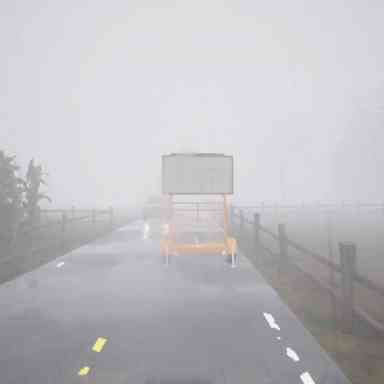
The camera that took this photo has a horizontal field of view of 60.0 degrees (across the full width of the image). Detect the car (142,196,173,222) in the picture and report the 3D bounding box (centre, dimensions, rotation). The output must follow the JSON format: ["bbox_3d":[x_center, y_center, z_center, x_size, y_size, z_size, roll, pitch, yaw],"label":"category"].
[{"bbox_3d":[-2.812,1.344,28.149,2.150,2.045,5.566,0,0,0],"label":"car"}]

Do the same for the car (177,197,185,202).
[{"bbox_3d":[-2.636,1.985,81.774,2.128,1.511,4.902,0,0,0],"label":"car"}]

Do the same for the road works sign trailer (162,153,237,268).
[{"bbox_3d":[0.189,0.485,11.375,2.380,3.560,2.880,0,0,-2],"label":"road works sign trailer"}]
